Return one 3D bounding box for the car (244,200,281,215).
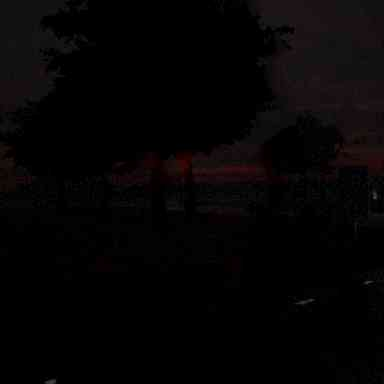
[{"bbox_3d":[7.998,1.750,38.075,1.837,1.490,4.892,-3,1,-32],"label":"car"}]

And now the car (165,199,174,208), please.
[{"bbox_3d":[-5.002,2.107,60.410,2.128,1.511,4.902,-3,0,-28],"label":"car"}]
